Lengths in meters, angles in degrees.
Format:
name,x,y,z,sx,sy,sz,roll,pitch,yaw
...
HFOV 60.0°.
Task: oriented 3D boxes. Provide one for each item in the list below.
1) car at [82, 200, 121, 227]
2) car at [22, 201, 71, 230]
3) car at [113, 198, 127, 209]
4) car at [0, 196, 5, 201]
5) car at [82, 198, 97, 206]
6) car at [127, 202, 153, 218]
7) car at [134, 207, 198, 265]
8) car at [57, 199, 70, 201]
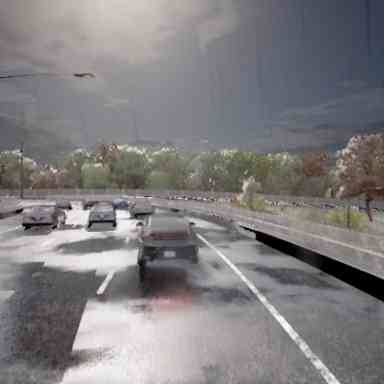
name,x,y,z,sx,sy,sz,roll,pitch,yaw
car,-6.165,1.548,23.049,2.033,1.411,5.357,0,0,-14
car,-9.346,1.561,21.344,2.033,1.411,5.357,0,0,-13
car,-9.839,1.520,44.860,1.812,1.442,4.674,0,0,-24
car,-47.585,1.634,82.600,5.357,1.411,2.033,0,0,38
car,-13.591,1.515,44.701,1.837,1.490,4.892,0,1,-24
car,-4.551,1.553,30.351,1.994,1.385,4.181,0,0,-16
car,-0.902,1.498,11.786,1.837,1.490,4.892,0,0,-7
car,-16.936,1.585,43.595,1.994,1.385,4.181,0,0,-24
